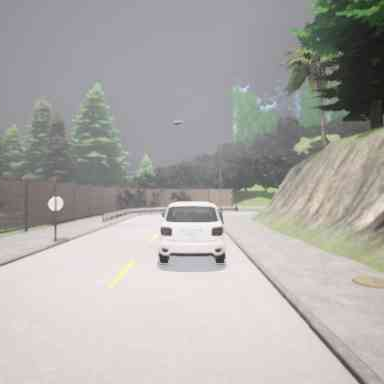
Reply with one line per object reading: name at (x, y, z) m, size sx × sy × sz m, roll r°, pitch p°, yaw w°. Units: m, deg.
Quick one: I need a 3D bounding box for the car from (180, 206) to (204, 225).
car at (0.014, 1.909, 28.226) m, size 1.895 × 1.301 × 4.718 m, roll 0°, pitch -1°, yaw 1°

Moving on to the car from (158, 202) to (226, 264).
car at (0.007, 1.362, 12.536) m, size 2.150 × 2.045 × 5.566 m, roll 0°, pitch 0°, yaw 0°
